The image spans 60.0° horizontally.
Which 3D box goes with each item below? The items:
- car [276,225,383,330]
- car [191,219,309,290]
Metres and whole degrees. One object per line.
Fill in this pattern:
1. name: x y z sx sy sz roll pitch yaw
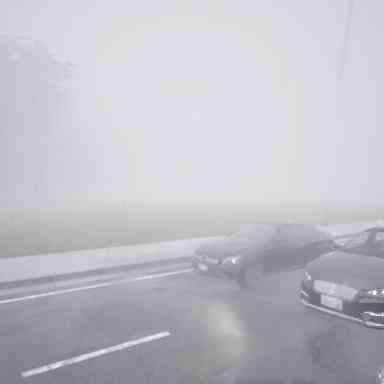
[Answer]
1. car: 4.201 1.475 6.685 4.902 1.511 2.128 0 0 -36
2. car: 2.150 1.510 9.215 4.674 1.442 1.812 0 0 -36
